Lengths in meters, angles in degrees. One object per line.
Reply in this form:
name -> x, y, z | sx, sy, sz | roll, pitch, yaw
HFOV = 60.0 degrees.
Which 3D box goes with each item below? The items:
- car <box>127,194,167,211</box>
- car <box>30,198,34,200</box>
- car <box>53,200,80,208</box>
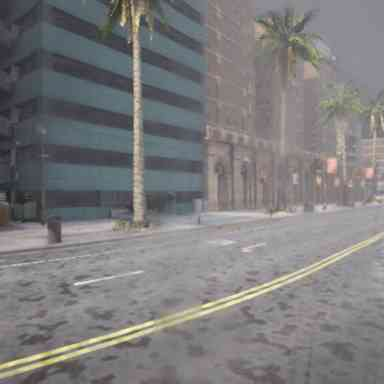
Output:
car -> -5.314, 1.298, 40.710 | 2.435, 2.045, 5.566 | -1, 0, 40
car -> -28.634, 1.886, 59.739 | 2.161, 1.482, 4.786 | -1, 0, 40
car -> -20.016, 1.856, 51.962 | 1.895, 1.301, 4.718 | -1, 0, 40
